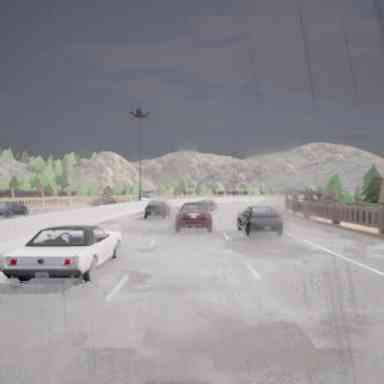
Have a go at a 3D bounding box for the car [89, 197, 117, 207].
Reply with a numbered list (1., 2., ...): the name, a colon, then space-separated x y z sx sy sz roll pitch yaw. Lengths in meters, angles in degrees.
1. car: -11.792 1.414 44.158 2.097 1.767 4.553 0 0 12

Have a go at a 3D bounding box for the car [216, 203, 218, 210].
1. car: 1.960 1.605 41.041 2.033 1.411 5.357 0 0 11

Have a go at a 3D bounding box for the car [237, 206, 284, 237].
1. car: 3.601 1.518 18.226 2.128 1.511 4.902 0 0 0

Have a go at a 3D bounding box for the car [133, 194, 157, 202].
1. car: -6.913 1.295 49.653 2.150 2.045 5.566 0 -1 15

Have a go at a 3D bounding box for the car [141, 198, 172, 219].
1. car: -3.026 1.547 29.973 1.837 1.490 4.892 0 0 4

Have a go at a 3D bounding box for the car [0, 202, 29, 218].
1. car: -17.122 1.608 31.019 1.994 1.385 4.181 0 0 4

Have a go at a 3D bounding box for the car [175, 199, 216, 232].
1. car: 0.120 1.381 20.394 2.097 1.767 4.553 0 0 0

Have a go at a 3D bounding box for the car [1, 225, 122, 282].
1. car: -3.406 1.615 9.779 1.895 1.301 4.718 0 0 0
